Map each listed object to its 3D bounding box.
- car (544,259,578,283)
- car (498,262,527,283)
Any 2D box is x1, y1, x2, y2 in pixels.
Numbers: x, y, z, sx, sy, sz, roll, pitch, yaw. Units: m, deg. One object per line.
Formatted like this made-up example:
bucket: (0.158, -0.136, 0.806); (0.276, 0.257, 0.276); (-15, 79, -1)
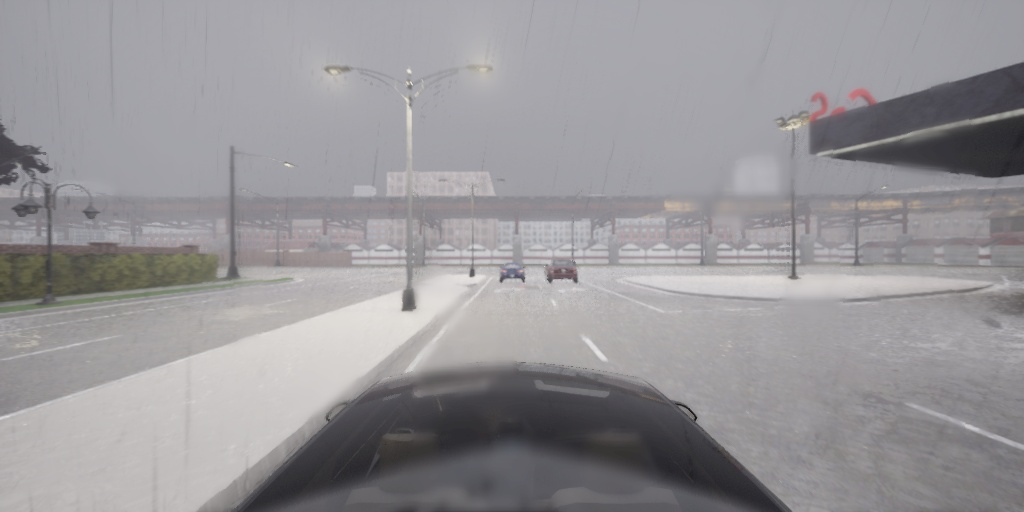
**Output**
car: (3.584, 0.995, 26.750); (2.097, 1.767, 4.553); (0, 0, 1)
car: (0.039, 1.177, 27.007); (1.812, 1.442, 4.674); (0, 0, 0)
